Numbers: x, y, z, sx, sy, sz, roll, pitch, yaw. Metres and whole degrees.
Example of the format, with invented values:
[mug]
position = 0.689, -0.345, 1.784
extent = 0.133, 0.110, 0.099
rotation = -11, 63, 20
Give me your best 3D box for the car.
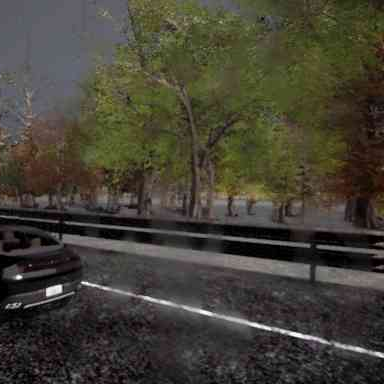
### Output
[car]
position = -4.419, 1.468, 7.171
extent = 4.892, 1.490, 1.837
rotation = 0, 0, 34
